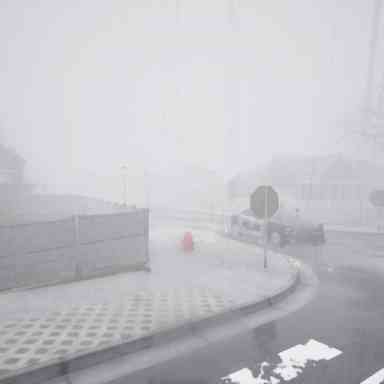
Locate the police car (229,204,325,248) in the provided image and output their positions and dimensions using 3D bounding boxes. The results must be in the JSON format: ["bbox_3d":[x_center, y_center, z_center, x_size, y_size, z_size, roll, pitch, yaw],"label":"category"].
[{"bbox_3d":[3.497,1.329,14.407,1.930,1.638,5.238,1,0,-22],"label":"police car"}]
